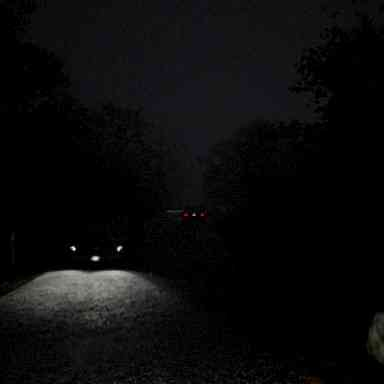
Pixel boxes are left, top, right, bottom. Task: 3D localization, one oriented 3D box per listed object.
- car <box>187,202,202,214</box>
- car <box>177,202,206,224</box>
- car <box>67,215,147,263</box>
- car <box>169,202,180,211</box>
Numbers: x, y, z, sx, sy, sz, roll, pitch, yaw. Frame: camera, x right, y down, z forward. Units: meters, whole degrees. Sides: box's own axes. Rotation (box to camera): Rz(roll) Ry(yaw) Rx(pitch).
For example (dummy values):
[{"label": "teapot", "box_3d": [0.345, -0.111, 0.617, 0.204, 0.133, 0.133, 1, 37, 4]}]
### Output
[{"label": "car", "box_3d": [0.268, 2.005, 43.020, 1.812, 1.442, 4.674, 0, -1, 0]}, {"label": "car", "box_3d": [0.167, 1.731, 26.384, 2.033, 1.411, 5.357, 0, -1, 0]}, {"label": "car", "box_3d": [-2.831, 1.590, 12.415, 2.033, 1.411, 5.357, 0, 0, 0]}, {"label": "car", "box_3d": [-2.574, 2.288, 54.029, 2.033, 1.411, 5.357, 0, -1, 1]}]
